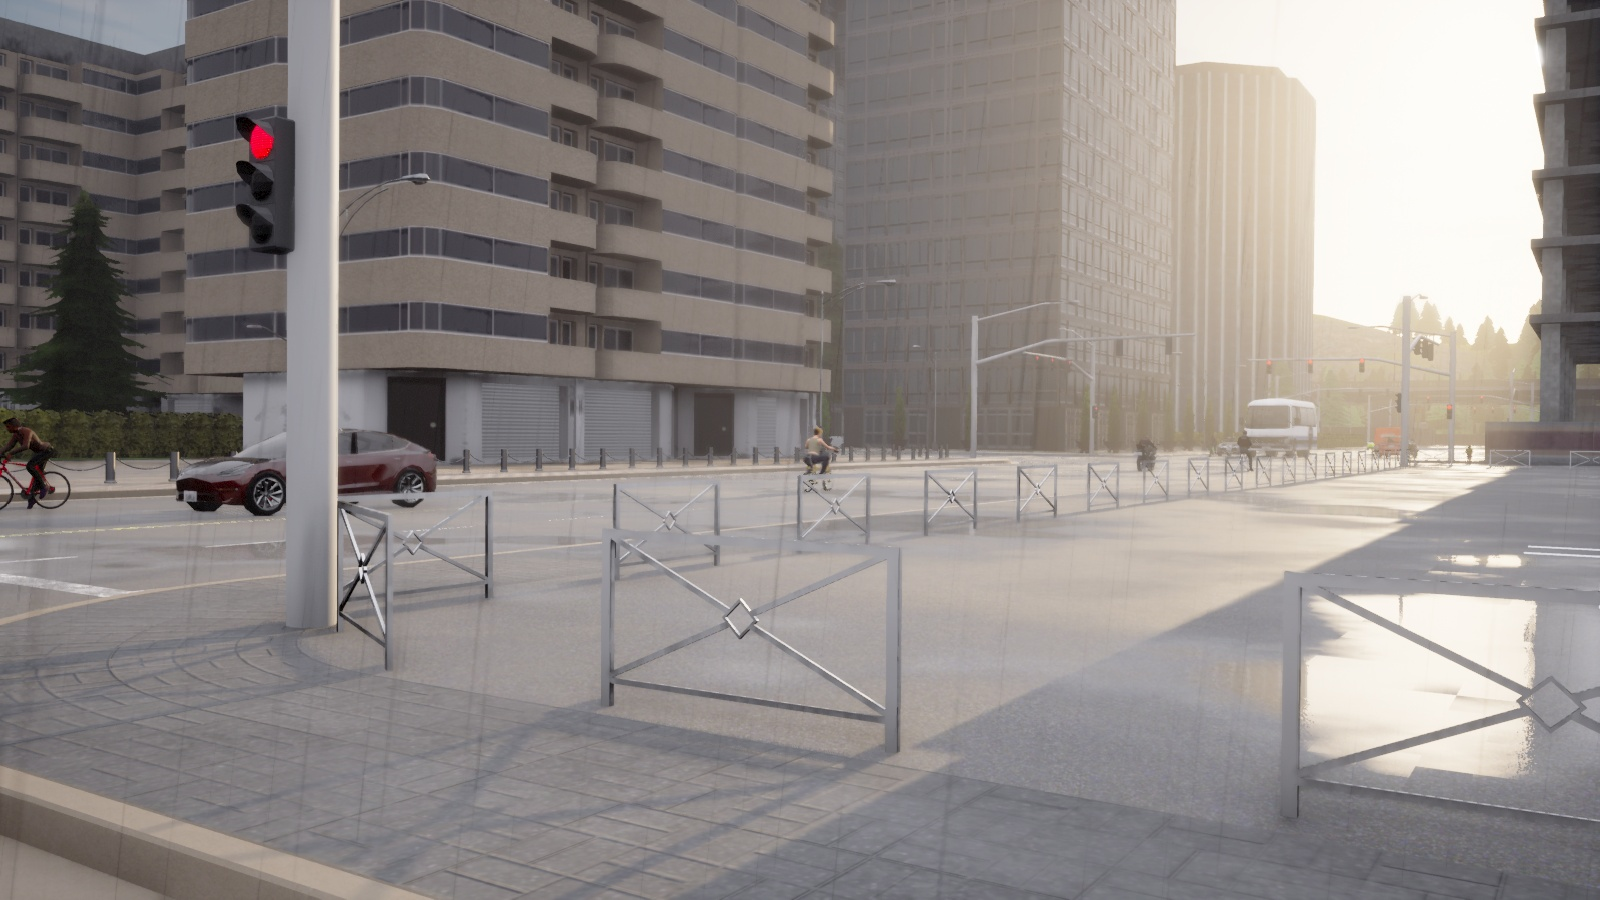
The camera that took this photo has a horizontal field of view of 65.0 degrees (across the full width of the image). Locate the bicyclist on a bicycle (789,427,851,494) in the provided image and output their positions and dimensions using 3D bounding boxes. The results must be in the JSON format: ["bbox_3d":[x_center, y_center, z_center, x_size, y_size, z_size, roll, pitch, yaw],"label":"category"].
[{"bbox_3d":[0.513,0.239,31.081,0.866,1.612,1.509,0,1,32],"label":"bicyclist on a bicycle"}]

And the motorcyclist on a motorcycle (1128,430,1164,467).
[{"bbox_3d":[14.695,-0.095,53.325,0.866,1.530,2.191,0,1,33],"label":"motorcyclist on a motorcycle"}]

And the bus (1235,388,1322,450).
[{"bbox_3d":[35.063,-2.215,91.767,3.944,4.253,10.273,0,1,33],"label":"bus"}]

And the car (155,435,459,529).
[{"bbox_3d":[-8.837,0.498,22.939,2.163,1.488,4.792,0,1,33],"label":"car"}]

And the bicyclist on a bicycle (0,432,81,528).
[{"bbox_3d":[-13.599,0.507,21.982,0.582,1.620,1.656,0,1,33],"label":"bicyclist on a bicycle"}]
